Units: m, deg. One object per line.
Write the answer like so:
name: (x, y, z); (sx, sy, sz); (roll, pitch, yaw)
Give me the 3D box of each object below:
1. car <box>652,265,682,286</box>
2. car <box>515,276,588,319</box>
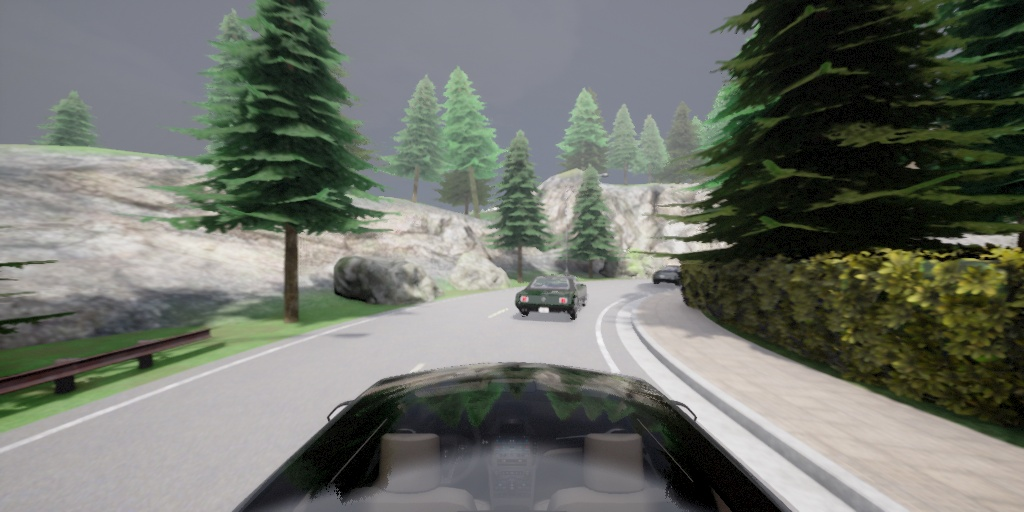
car: (11.962, 1.352, 25.629); (4.181, 1.385, 1.994); (0, 0, -33)
car: (1.640, 1.369, 13.067); (1.895, 1.301, 4.718); (0, 0, 17)
